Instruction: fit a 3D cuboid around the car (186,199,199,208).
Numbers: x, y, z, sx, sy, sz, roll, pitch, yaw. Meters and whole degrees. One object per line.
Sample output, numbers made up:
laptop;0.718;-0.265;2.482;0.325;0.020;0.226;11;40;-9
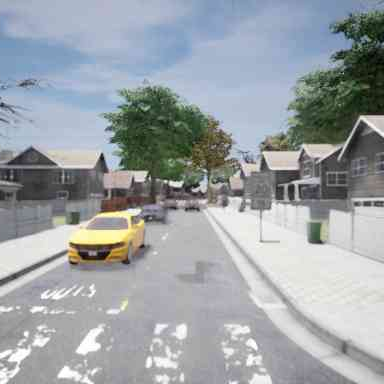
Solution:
car;0.028;1.730;51.724;1.895;1.301;4.718;0;0;0

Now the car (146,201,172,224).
car;-2.827;1.618;24.829;1.994;1.385;4.181;0;0;1

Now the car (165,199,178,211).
car;-2.762;1.649;42.987;2.033;1.411;5.357;0;0;1

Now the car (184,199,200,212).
car;0.022;1.646;41.192;2.033;1.411;5.357;0;0;0

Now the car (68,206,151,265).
car;-2.842;1.502;12.034;1.882;1.535;5.008;0;0;0
